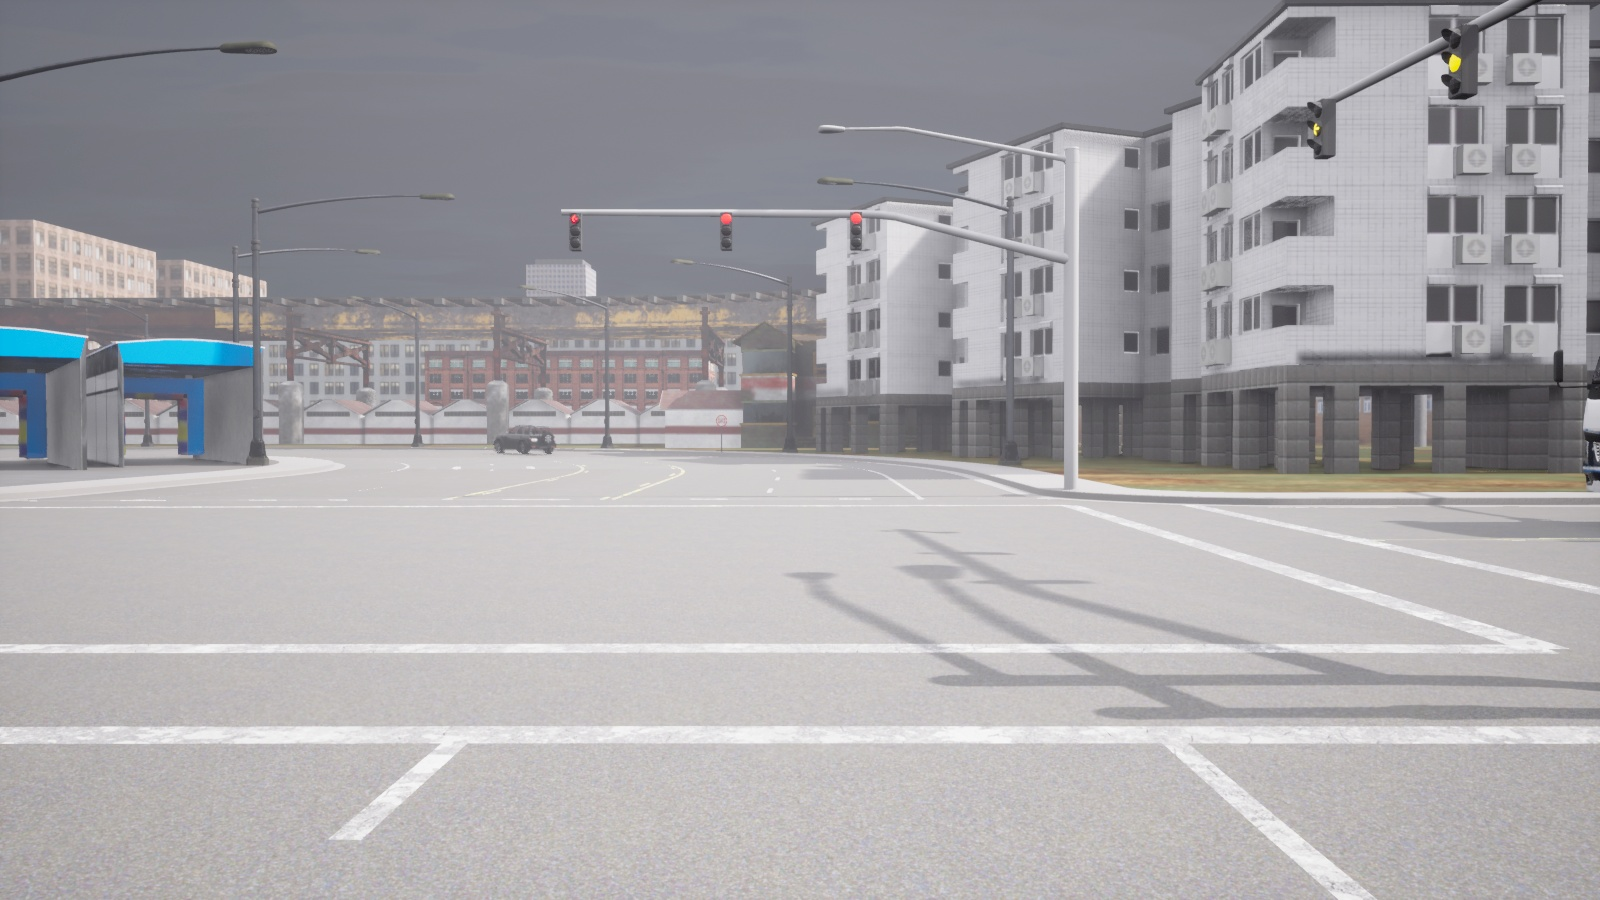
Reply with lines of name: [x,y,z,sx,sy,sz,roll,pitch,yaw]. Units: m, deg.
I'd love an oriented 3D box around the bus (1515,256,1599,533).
bus: [17.421,-0.860,19.572,10.273,4.253,3.944,0,1,-1]

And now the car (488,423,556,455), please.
car: [-16.943,-0.689,76.464,1.932,1.855,4.605,1,1,-43]
